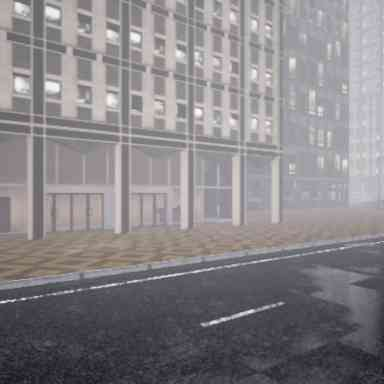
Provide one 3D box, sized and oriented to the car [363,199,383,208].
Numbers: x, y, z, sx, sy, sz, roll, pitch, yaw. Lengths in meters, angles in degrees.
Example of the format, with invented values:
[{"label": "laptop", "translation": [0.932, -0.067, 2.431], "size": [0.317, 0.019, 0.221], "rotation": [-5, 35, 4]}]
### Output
[{"label": "car", "translation": [31.486, 1.944, 56.667], "size": [1.887, 1.381, 4.507], "rotation": [0, 0, -34]}]
